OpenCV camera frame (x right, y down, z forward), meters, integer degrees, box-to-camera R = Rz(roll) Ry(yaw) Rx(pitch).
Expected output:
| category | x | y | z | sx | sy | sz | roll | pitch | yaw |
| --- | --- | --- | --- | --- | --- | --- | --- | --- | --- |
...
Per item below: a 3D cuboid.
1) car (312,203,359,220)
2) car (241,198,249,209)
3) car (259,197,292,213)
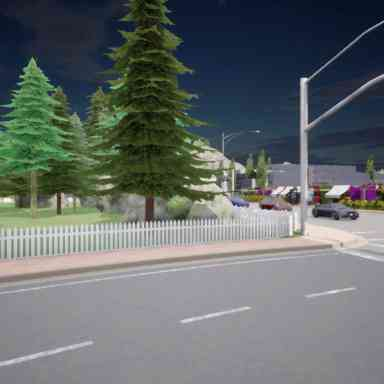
| category | x | y | z | sx | sy | sz | roll | pitch | yaw |
| --- | --- | --- | --- | --- | --- | --- | --- | --- | --- |
| car | 12.156 | 1.619 | 28.441 | 1.994 | 1.385 | 4.181 | 0 | 0 | -16 |
| car | 6.495 | 1.533 | 47.632 | 1.882 | 1.535 | 5.008 | 0 | 0 | -17 |
| car | 9.413 | 1.407 | 37.735 | 2.097 | 1.767 | 4.553 | 0 | 0 | -16 |
